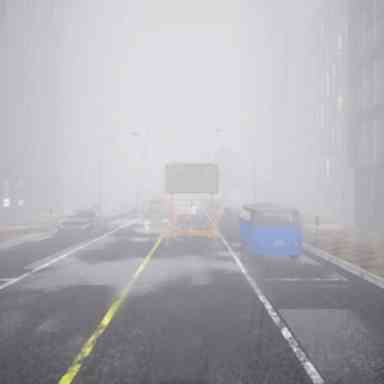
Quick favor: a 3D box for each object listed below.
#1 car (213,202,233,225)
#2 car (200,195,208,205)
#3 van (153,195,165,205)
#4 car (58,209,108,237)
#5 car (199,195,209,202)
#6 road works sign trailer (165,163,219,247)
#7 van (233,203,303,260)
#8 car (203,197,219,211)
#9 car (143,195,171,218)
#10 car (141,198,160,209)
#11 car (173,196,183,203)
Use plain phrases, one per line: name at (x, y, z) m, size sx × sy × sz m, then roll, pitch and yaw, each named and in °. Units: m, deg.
car at (2.684, 1.589, 23.515) m, size 1.802 × 1.307 × 4.206 m, roll 0°, pitch 0°, yaw 0°
car at (2.677, 1.560, 51.978) m, size 2.008 × 1.369 × 4.403 m, roll 0°, pitch 0°, yaw 0°
van at (-5.705, 1.346, 57.672) m, size 1.690 × 1.788 × 3.998 m, roll 0°, pitch 0°, yaw 0°
car at (-5.696, 1.587, 17.824) m, size 1.802 × 1.307 × 4.206 m, roll 0°, pitch 0°, yaw 0°
car at (2.671, 1.424, 74.747) m, size 1.967 × 1.590 × 4.097 m, roll 0°, pitch 0°, yaw 0°
road works sign trailer at (-0.004, 0.469, 15.150) m, size 2.380 × 3.560 × 2.880 m, roll 0°, pitch 0°, yaw 0°
van at (2.687, 1.345, 12.131) m, size 1.690 × 1.788 × 3.998 m, roll 0°, pitch 0°, yaw 0°
car at (2.680, 1.593, 40.593) m, size 1.802 × 1.307 × 4.206 m, roll 0°, pitch 0°, yaw 0°
car at (-3.105, 1.360, 30.082) m, size 2.097 × 1.767 × 4.553 m, roll 0°, pitch 0°, yaw 0°
car at (-5.702, 1.562, 46.287) m, size 2.008 × 1.369 × 4.403 m, roll 0°, pitch 0°, yaw 0°
car at (-3.019, 1.534, 71.048) m, size 1.994 × 1.385 × 4.181 m, roll 0°, pitch 0°, yaw 0°
